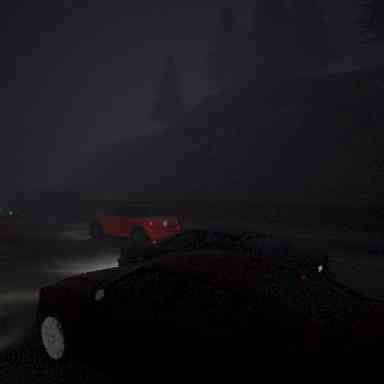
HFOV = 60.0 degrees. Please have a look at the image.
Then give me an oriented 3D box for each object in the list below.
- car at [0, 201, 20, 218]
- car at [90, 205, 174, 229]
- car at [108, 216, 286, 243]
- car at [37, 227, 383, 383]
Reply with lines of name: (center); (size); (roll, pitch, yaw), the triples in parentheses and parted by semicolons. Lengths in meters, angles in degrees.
car: (-16.381, 1.508, 29.000); (1.812, 1.442, 4.674); (0, 0, -41)
car: (-2.745, 1.355, 15.359); (4.553, 1.767, 2.097); (0, 0, 40)
car: (0.543, 1.553, 8.074); (5.357, 1.411, 2.033); (0, 0, 38)
car: (0.040, 1.481, 4.102); (5.008, 1.535, 1.882); (0, 0, 36)
